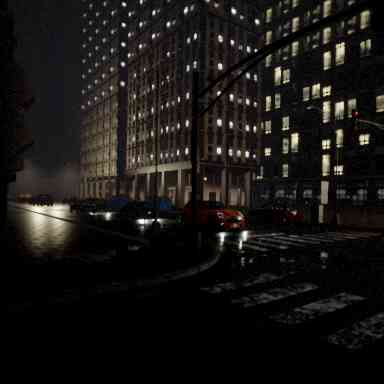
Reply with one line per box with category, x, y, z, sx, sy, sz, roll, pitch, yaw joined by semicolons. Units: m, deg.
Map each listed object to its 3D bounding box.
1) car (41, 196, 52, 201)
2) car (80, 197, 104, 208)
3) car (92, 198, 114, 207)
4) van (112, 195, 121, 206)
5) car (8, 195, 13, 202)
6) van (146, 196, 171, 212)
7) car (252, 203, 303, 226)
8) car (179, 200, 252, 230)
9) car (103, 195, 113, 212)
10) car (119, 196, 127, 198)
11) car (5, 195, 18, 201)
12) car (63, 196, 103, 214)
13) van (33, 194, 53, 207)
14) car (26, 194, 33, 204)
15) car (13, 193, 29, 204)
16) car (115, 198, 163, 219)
car;-36.742;1.570;83.828;1.802;1.307;4.206;1;-1;-35
car;-14.449;1.497;47.904;1.812;1.442;4.674;1;-1;-35
car;-13.837;1.586;51.598;1.947;1.339;4.313;1;-1;-35
van;-10.560;1.367;46.996;1.690;1.788;3.998;1;-1;-35
car;-37.027;1.396;69.766;1.947;1.339;4.313;1;-1;-35
van;-4.016;1.381;37.787;1.690;1.788;3.998;1;-1;-35
car;5.799;1.504;23.973;1.967;1.590;4.097;1;-1;-35
car;1.144;1.303;20.531;2.097;1.767;4.553;1;-1;-35
car;-11.072;1.399;37.727;1.882;1.535;5.008;1;-1;-35
car;-7.292;1.584;42.389;2.008;1.369;4.403;1;-1;-35
car;-40.298;1.377;74.370;2.008;1.369;4.403;1;-1;-35
car;-10.850;1.426;32.932;2.008;1.369;4.403;1;-1;-35
van;-20.662;1.197;46.747;1.690;1.788;3.998;1;-1;-35
car;-23.939;1.432;51.349;1.802;1.307;4.206;1;-1;-35
car;-30.479;1.155;60.560;2.192;1.841;5.009;1;-1;-35
car;-4.614;1.500;28.630;1.994;1.385;4.181;1;-1;-35
